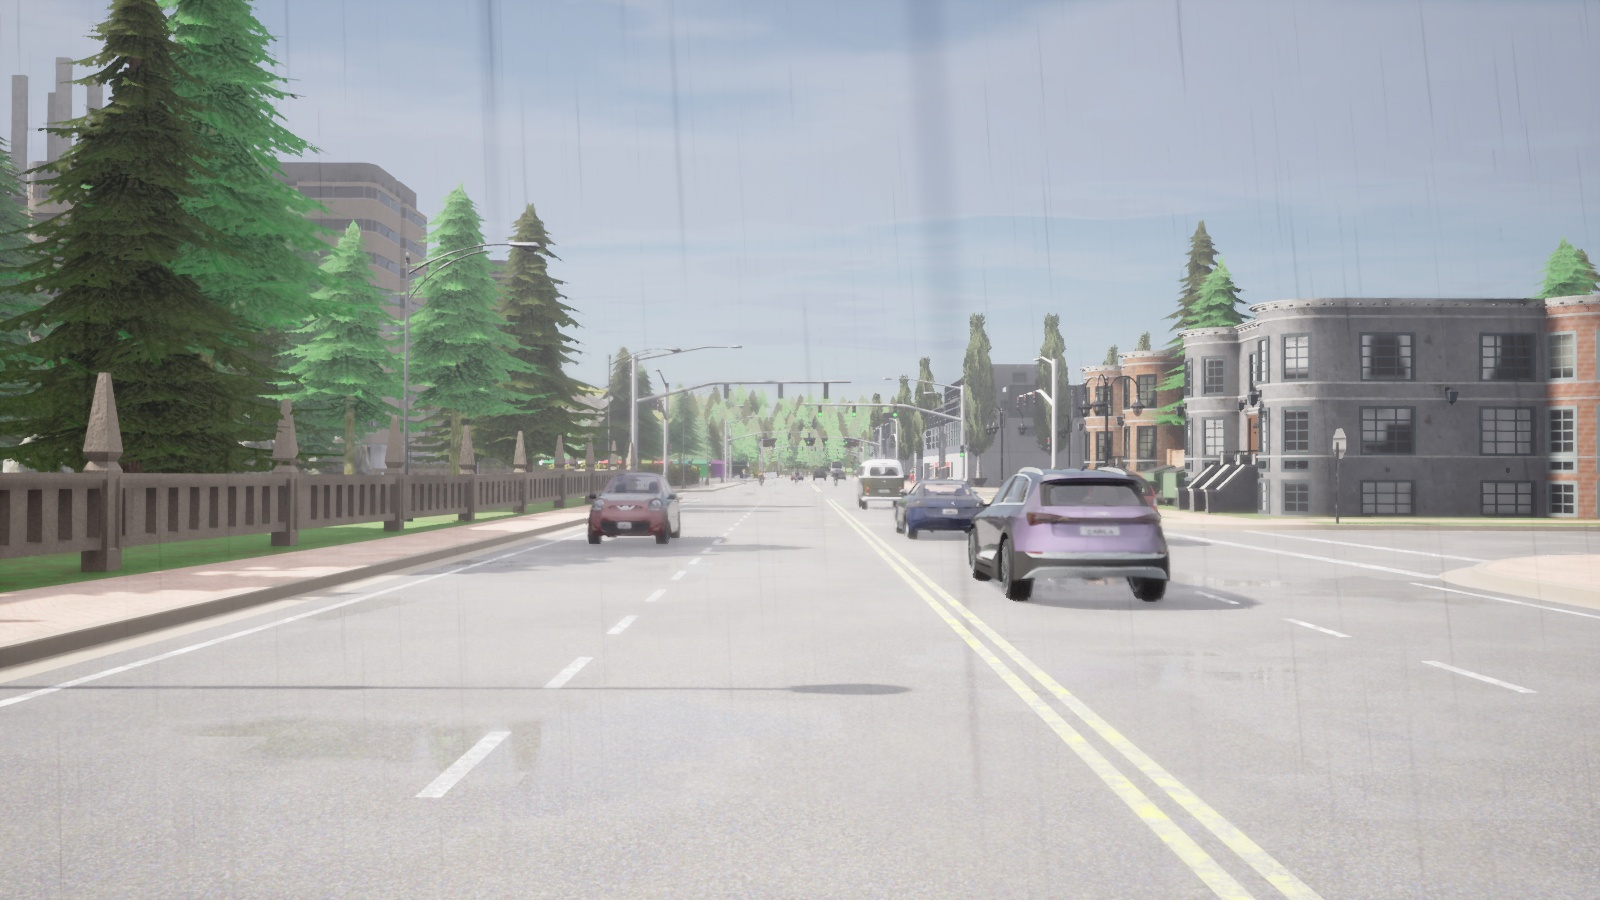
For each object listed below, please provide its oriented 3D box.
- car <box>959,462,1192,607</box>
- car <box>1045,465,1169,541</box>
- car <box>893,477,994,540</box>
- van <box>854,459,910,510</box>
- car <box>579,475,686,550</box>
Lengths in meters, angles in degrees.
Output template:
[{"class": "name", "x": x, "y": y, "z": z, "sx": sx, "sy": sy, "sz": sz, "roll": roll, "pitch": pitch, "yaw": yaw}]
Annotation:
[{"class": "car", "x": 3.462, "y": 1.013, "z": 16.813, "sx": 2.033, "sy": 1.649, "sz": 4.856, "roll": 0, "pitch": -1, "yaw": 0}, {"class": "car", "x": 6.935, "y": 1.168, "z": 28.814, "sx": 1.851, "sy": 1.617, "sz": 3.988, "roll": 0, "pitch": -1, "yaw": 0}, {"class": "car", "x": 3.432, "y": 1.380, "z": 30.736, "sx": 1.994, "sy": 1.385, "sz": 4.181, "roll": 0, "pitch": -1, "yaw": 0}, {"class": "van", "x": 3.381, "y": 1.405, "z": 52.591, "sx": 2.069, "sy": 2.038, "sz": 4.480, "roll": 0, "pitch": -1, "yaw": 0}, {"class": "car", "x": -3.561, "y": 1.300, "z": 27.270, "sx": 1.845, "sy": 1.501, "sz": 3.633, "roll": 0, "pitch": -1, "yaw": 0}]
